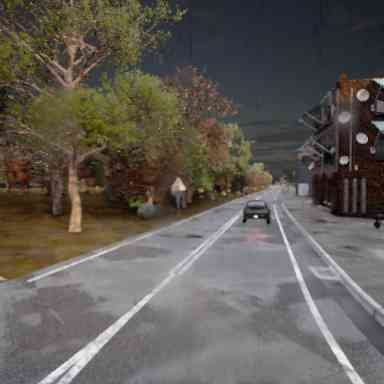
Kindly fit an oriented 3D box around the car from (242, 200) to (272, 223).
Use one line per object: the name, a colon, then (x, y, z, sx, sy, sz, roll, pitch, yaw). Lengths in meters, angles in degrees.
car: (4.747, 1.346, 24.305, 1.837, 1.490, 4.892, 0, 1, 13)
